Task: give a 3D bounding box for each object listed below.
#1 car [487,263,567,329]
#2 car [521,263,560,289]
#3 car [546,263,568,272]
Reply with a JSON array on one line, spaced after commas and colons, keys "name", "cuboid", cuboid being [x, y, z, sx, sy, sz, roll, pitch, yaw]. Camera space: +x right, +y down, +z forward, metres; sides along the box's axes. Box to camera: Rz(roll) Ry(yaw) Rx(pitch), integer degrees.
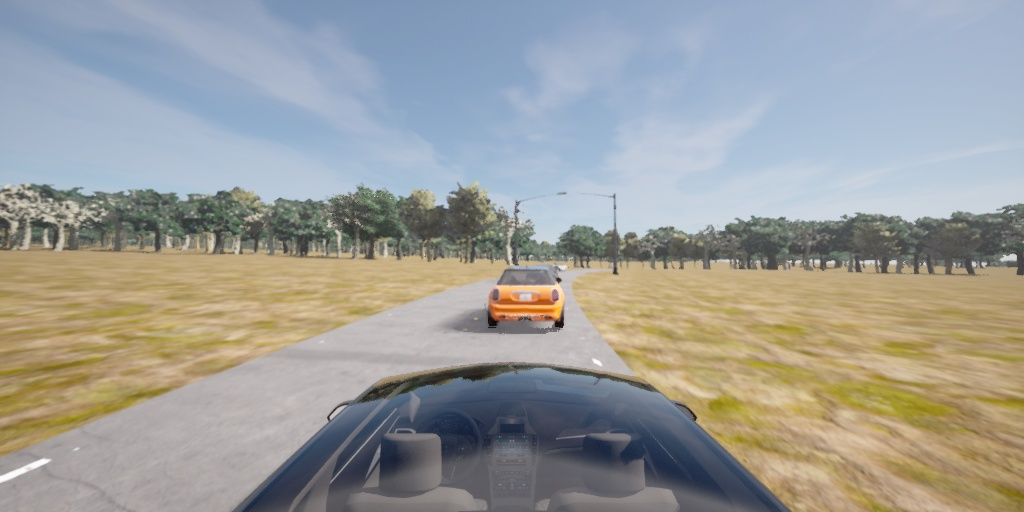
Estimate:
[{"name": "car", "cuboid": [0.529, 1.078, 11.429, 2.097, 1.767, 4.553, 0, 0, 5]}, {"name": "car", "cuboid": [2.045, 1.255, 23.999, 2.033, 1.411, 5.357, 0, 0, 11]}, {"name": "car", "cuboid": [6.531, 1.617, 51.609, 1.895, 1.301, 4.718, -1, -1, 22]}]
